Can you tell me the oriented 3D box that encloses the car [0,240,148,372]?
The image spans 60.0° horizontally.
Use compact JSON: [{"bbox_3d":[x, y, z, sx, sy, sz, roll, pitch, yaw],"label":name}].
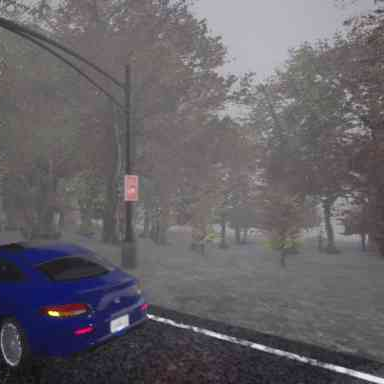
[{"bbox_3d":[-2.816,1.572,5.690,4.674,1.442,1.812,-1,0,36],"label":"car"}]
